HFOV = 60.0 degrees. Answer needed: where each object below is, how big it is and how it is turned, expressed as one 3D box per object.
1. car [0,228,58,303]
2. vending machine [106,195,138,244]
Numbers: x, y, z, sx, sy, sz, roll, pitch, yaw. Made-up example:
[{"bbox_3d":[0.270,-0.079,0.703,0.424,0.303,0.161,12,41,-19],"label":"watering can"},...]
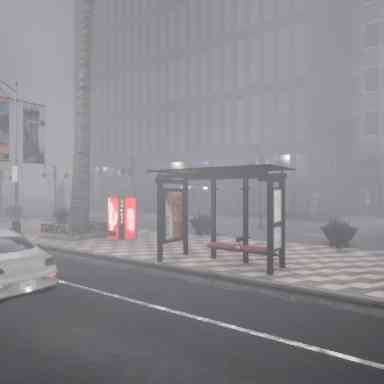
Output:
[{"bbox_3d":[-4.863,1.526,7.411,4.674,1.442,1.812,0,0,36],"label":"car"},{"bbox_3d":[-3.186,1.195,15.179,0.880,2.100,1.100,0,0,35],"label":"vending machine"}]
